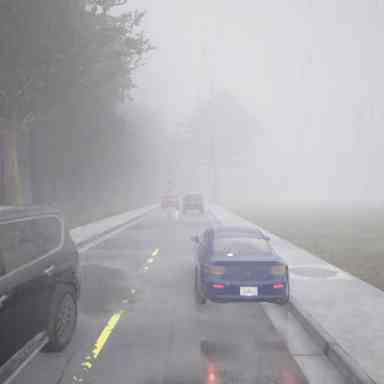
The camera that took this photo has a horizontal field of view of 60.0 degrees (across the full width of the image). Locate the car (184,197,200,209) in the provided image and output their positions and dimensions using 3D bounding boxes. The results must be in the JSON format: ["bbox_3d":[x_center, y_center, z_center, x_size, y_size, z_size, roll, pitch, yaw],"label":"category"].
[{"bbox_3d":[0.087,1.493,46.478,2.128,1.511,4.902,0,0,1],"label":"car"}]

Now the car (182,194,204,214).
[{"bbox_3d":[0.116,1.222,35.902,2.150,2.045,5.566,0,0,0],"label":"car"}]

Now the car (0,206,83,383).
[{"bbox_3d":[-2.844,1.221,3.218,2.150,2.045,5.566,0,0,0],"label":"car"}]

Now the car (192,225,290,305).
[{"bbox_3d":[0.973,1.526,7.978,1.812,1.442,4.674,0,0,0],"label":"car"}]

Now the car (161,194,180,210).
[{"bbox_3d":[-2.700,1.222,42.555,2.150,2.045,5.566,0,0,0],"label":"car"}]
